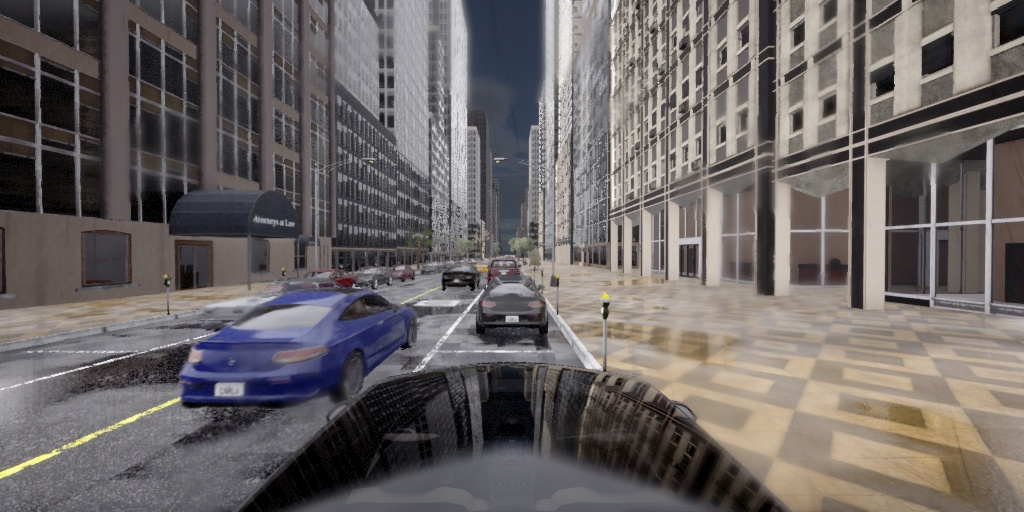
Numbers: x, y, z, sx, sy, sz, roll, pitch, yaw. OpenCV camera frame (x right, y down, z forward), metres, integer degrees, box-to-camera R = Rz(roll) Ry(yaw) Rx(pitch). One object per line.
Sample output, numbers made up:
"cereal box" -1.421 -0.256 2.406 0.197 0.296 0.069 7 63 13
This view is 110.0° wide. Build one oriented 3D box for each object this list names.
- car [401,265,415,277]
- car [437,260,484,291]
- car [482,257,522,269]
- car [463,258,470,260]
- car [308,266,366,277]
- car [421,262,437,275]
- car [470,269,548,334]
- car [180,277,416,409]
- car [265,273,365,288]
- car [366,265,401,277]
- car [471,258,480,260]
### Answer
"car" -8.837 1.327 28.206 1.802 1.307 4.207 0 0 0
"car" -3.045 1.224 22.166 1.882 1.535 5.008 0 0 0
"car" -0.457 1.061 22.523 2.192 1.841 5.009 0 0 0
"car" -8.837 1.320 62.308 1.802 1.307 4.207 0 0 0
"car" -8.837 1.292 16.839 1.888 1.381 4.507 0 0 0
"car" -8.837 1.294 39.574 2.007 1.370 4.403 0 0 0
"car" 0.003 1.274 10.501 1.812 1.442 4.674 0 0 0
"car" -3.045 1.275 6.169 1.812 1.442 4.674 0 0 0
"car" -6.248 1.349 10.391 1.895 1.301 4.718 0 0 0
"car" -8.838 1.297 22.523 2.007 1.370 4.403 0 0 0
"car" -3.144 1.199 39.862 1.801 1.575 5.366 0 0 0
